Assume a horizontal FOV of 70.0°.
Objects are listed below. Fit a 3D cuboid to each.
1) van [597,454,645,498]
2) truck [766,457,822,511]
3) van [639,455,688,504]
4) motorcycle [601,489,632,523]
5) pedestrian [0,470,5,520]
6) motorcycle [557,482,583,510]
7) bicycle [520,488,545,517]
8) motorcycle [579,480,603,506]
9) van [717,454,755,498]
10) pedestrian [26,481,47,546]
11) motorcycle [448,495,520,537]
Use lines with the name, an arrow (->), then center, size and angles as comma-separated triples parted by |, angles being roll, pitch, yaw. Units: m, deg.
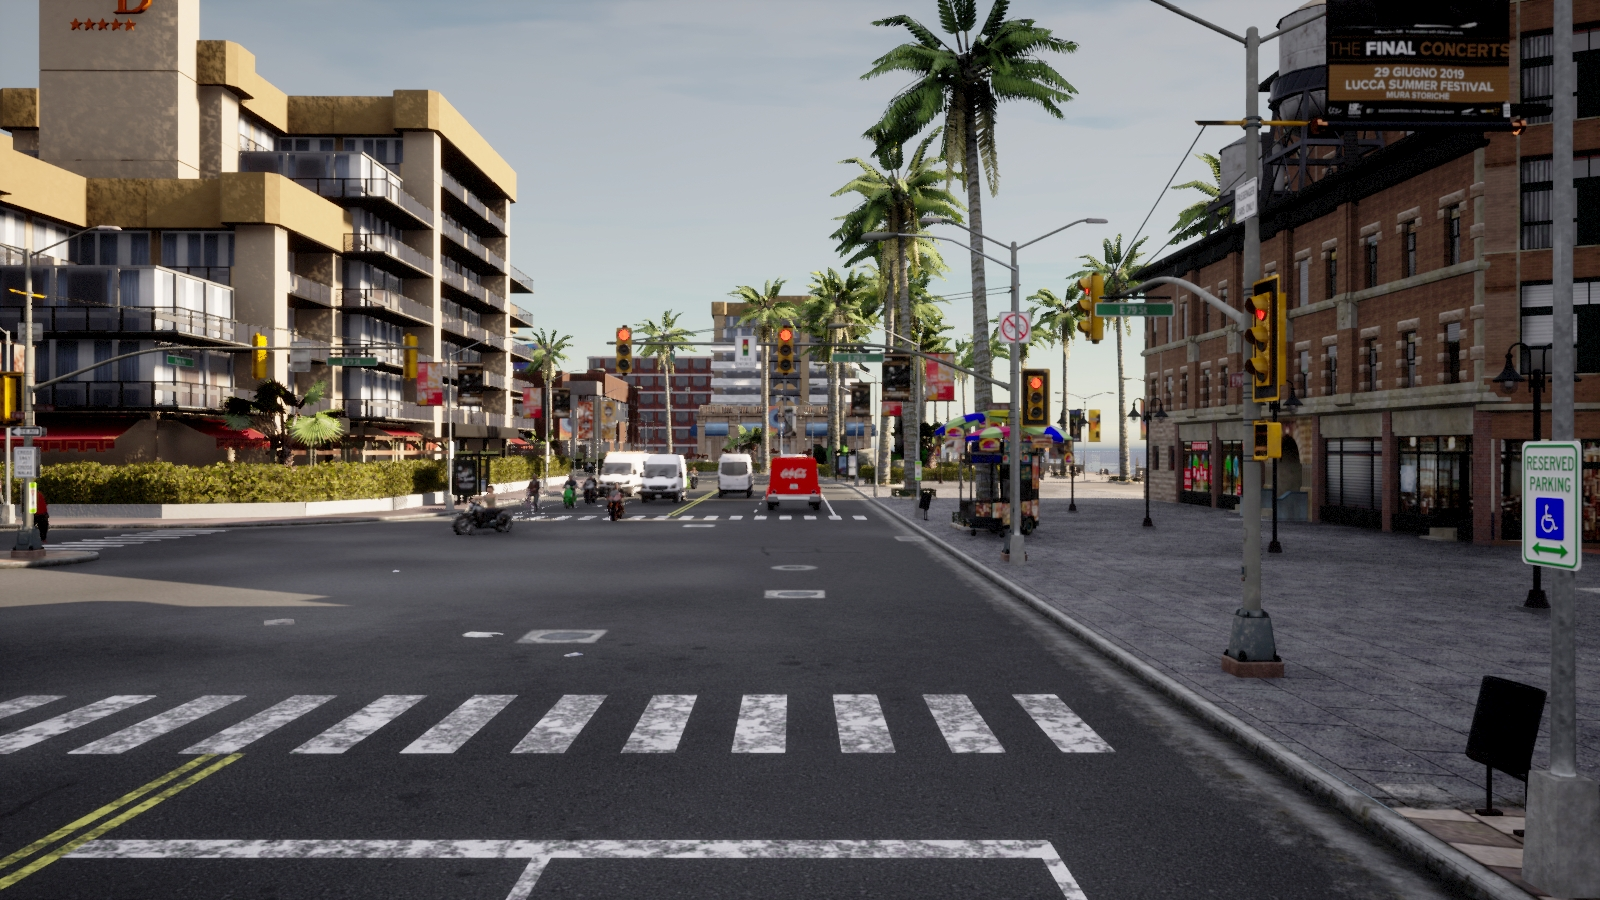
van -> -10.811, 1.535, 69.466 | 1.988, 2.561, 5.915 | 0, 0, 0
truck -> -0.295, 1.568, 55.366 | 2.627, 2.467, 5.204 | 0, 0, 0
van -> -7.332, 1.535, 61.919 | 1.988, 2.561, 5.915 | 0, 0, 0
motorcycle -> -7.235, 2.205, 45.167 | 0.867, 1.251, 2.209 | 0, 0, 0
pedestrian -> -30.230, 1.696, 42.963 | 0.375, 1.860, 0.375 | 0, 0, 8
motorcycle -> -10.885, 2.182, 54.110 | 0.856, 1.236, 1.805 | 0, 0, 1
bicycle -> -11.321, 2.210, 48.386 | 0.329, 1.171, 1.835 | 0, 0, 10
motorcycle -> -10.819, 2.205, 59.151 | 0.867, 1.251, 2.209 | 0, 0, 0
van -> -3.871, 1.534, 70.093 | 1.988, 2.561, 5.915 | 0, 0, 0
pedestrian -> -22.334, 1.848, 33.411 | 0.375, 1.860, 0.375 | 0, 0, 0
motorcycle -> -10.470, 2.170, 37.899 | 0.764, 1.277, 2.356 | -2, -1, 33
